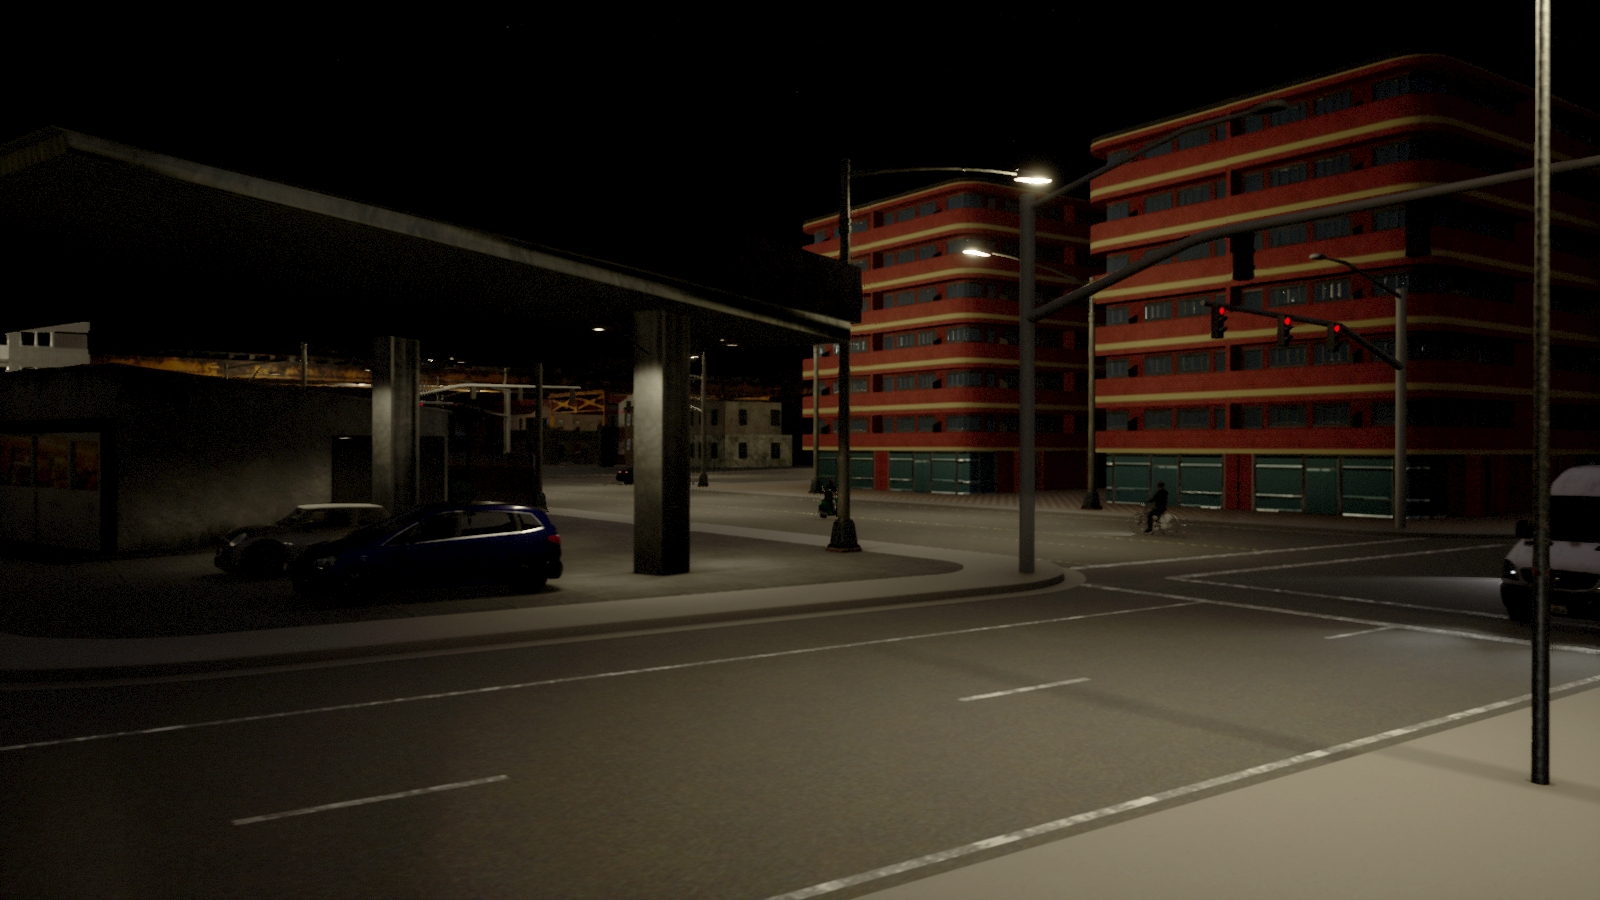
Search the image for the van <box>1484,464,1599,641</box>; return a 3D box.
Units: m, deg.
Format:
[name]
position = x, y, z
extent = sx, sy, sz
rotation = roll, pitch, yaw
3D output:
[van]
position = 13.837, 1.531, 18.985
extent = 5.915, 2.561, 1.988
rotation = 0, 0, -35
